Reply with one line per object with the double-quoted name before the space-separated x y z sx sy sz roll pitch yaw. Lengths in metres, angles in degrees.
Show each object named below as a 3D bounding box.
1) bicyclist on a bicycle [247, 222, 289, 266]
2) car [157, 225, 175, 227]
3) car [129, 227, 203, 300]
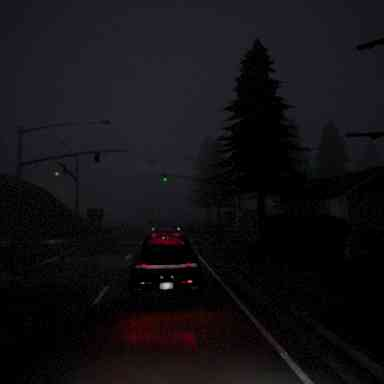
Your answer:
"bicyclist on a bicycle" 2.855 1.971 12.521 1.656 1.620 0.582 0 -3 -5
"car" -1.699 2.864 22.097 1.994 1.385 4.181 -1 -4 -2
"car" -0.785 2.054 10.028 2.128 1.511 4.902 0 -3 -5
